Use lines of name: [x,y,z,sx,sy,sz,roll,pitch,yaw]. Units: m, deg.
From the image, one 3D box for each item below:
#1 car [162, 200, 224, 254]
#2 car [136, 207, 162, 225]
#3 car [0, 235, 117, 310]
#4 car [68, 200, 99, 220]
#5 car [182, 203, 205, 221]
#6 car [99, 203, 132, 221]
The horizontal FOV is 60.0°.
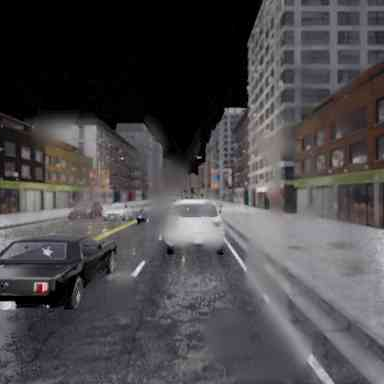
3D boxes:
car: [0.119,1.342,14.246,2.150,2.045,5.566,0,0,0]
car: [-3.119,1.819,26.232,1.895,1.301,4.718,0,0,0]
car: [-3.141,1.666,7.898,1.895,1.301,4.718,0,0,0]
car: [-9.753,1.608,30.890,2.097,1.767,4.553,0,0,1]
car: [0.134,1.808,31.248,2.033,1.411,5.357,0,0,0]
car: [-6.514,1.771,29.572,1.812,1.442,4.674,0,-1,0]
